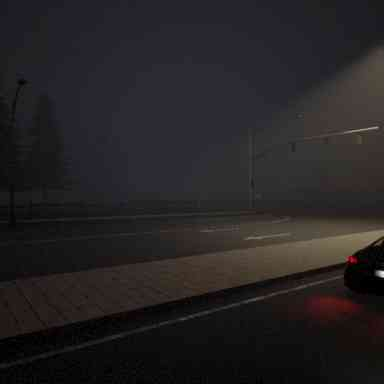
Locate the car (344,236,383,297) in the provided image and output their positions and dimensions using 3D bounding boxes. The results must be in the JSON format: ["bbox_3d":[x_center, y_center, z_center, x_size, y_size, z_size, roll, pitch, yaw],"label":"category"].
[{"bbox_3d":[5.356,1.564,7.597,4.181,1.385,1.994,0,0,-35],"label":"car"}]
